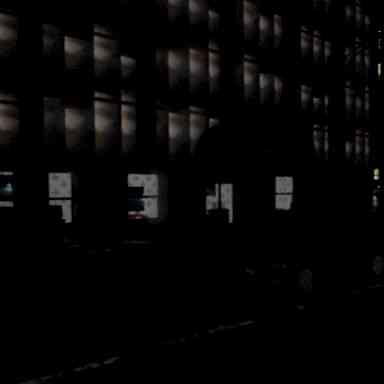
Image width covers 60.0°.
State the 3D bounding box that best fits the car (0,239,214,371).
[{"bbox_3d":[-1.640,1.507,5.380,4.313,1.339,1.947,0,0,-32],"label":"car"}]

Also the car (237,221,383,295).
[{"bbox_3d":[3.162,1.469,8.420,4.507,1.381,1.887,0,0,-32],"label":"car"}]
